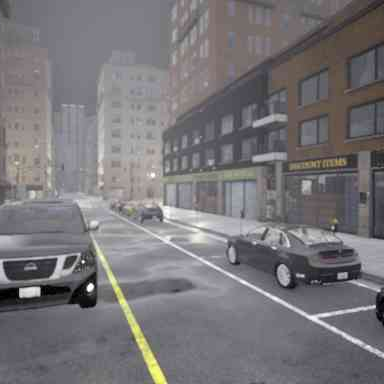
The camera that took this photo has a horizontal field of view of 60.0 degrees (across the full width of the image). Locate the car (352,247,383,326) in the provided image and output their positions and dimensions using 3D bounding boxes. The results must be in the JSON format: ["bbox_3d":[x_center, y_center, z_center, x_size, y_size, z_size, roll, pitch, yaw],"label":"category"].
[{"bbox_3d":[4.320,1.543,3.769,1.947,1.339,4.313,-1,0,-20],"label":"car"}]

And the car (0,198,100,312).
[{"bbox_3d":[-3.481,1.200,7.771,2.150,2.045,5.566,0,0,-20],"label":"car"}]

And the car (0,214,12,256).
[{"bbox_3d":[-7.519,1.554,11.352,1.802,1.307,4.206,-1,0,-20],"label":"car"}]

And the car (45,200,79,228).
[{"bbox_3d":[-8.774,1.409,22.637,1.882,1.535,5.008,0,0,-20],"label":"car"}]

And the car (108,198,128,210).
[{"bbox_3d":[-9.029,1.439,40.521,1.802,1.307,4.206,-1,0,-20],"label":"car"}]

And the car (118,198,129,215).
[{"bbox_3d":[-5.273,1.419,30.180,1.752,1.417,4.829,-1,0,-20],"label":"car"}]

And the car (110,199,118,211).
[{"bbox_3d":[-7.122,1.442,35.271,1.947,1.339,4.313,-1,0,-20],"label":"car"}]

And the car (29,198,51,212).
[{"bbox_3d":[-17.060,1.428,37.600,1.887,1.381,4.507,-1,0,-20],"label":"car"}]

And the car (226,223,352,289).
[{"bbox_3d":[2.413,1.513,9.019,2.008,1.369,4.403,-1,0,-20],"label":"car"}]

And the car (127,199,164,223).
[{"bbox_3d":[-3.308,1.463,24.770,2.008,1.369,4.403,-1,0,-20],"label":"car"}]
